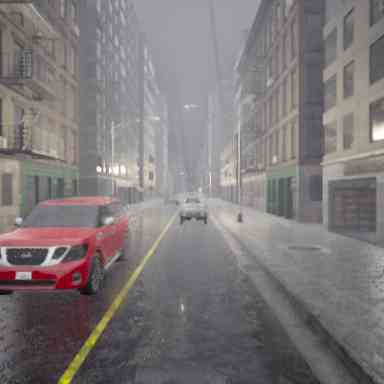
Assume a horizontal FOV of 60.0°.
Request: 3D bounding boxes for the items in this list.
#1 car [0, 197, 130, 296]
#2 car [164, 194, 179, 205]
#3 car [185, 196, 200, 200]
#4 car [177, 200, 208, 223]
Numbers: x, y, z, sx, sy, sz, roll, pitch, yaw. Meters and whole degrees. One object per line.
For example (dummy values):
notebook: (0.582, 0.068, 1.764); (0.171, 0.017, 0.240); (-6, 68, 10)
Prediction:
car: (-3.098, 1.171, 8.883); (2.150, 2.045, 5.566); (0, 0, 0)
car: (-3.062, 1.076, 50.209); (2.097, 1.767, 4.553); (0, 0, 0)
car: (0.087, 1.255, 43.102); (2.128, 1.511, 4.902); (0, 0, 0)
car: (0.104, 1.469, 23.759); (1.895, 1.301, 4.718); (0, 0, 0)
